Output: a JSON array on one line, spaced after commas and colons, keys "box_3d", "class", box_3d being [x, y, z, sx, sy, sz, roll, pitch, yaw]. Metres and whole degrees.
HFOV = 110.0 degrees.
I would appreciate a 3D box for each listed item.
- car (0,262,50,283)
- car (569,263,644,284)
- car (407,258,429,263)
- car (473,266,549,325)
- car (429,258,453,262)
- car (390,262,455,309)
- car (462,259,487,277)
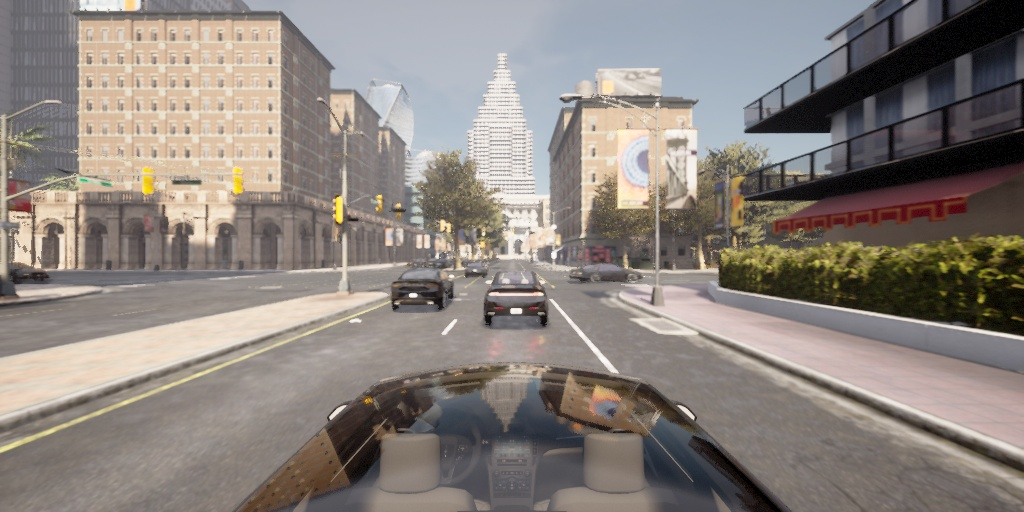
[{"box_3d": [-37.594, 1.212, 26.622, 4.892, 1.490, 1.837, 0, 0, 0], "class": "car"}, {"box_3d": [6.967, 1.254, 26.564, 5.357, 1.411, 2.033, 0, 0, -14], "class": "car"}, {"box_3d": [-14.918, 1.158, 58.074, 1.837, 1.490, 4.892, 0, 0, 0], "class": "car"}, {"box_3d": [0.115, 1.224, 11.792, 2.128, 1.511, 4.902, 0, 0, 0], "class": "car"}, {"box_3d": [-11.418, 1.144, 58.087, 2.128, 1.511, 4.902, 0, 0, 0], "class": "car"}, {"box_3d": [-3.534, 1.205, 14.857, 1.882, 1.535, 5.008, 0, 0, -3], "class": "car"}, {"box_3d": [-3.351, 1.257, 34.560, 1.994, 1.385, 4.181, 0, 0, 0], "class": "car"}]
